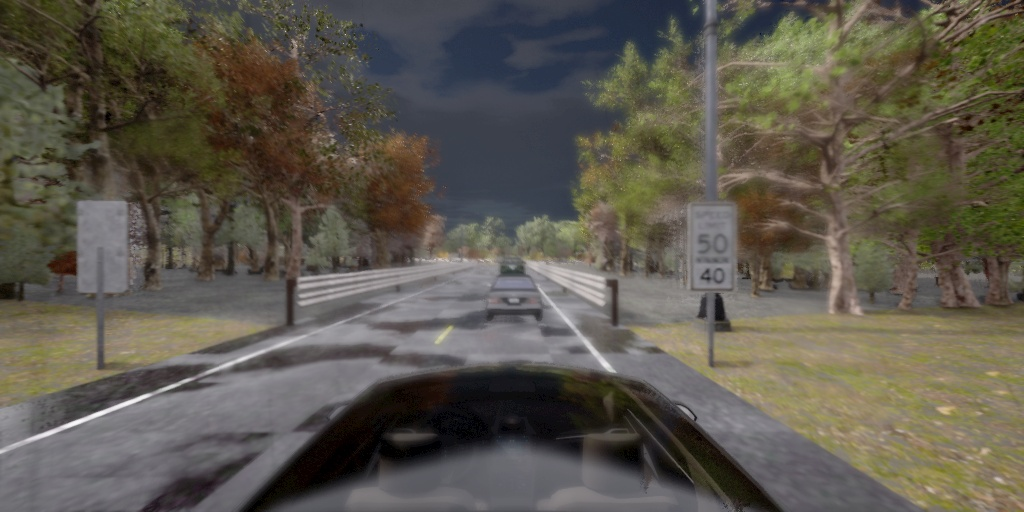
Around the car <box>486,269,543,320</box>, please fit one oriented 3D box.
[{"bbox_3d":[0.080,1.354,12.911,2.033,1.411,5.357,0,0,0],"label":"car"}]

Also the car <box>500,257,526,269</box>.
[{"bbox_3d":[0.085,1.121,31.954,2.150,2.045,5.566,0,0,0],"label":"car"}]
